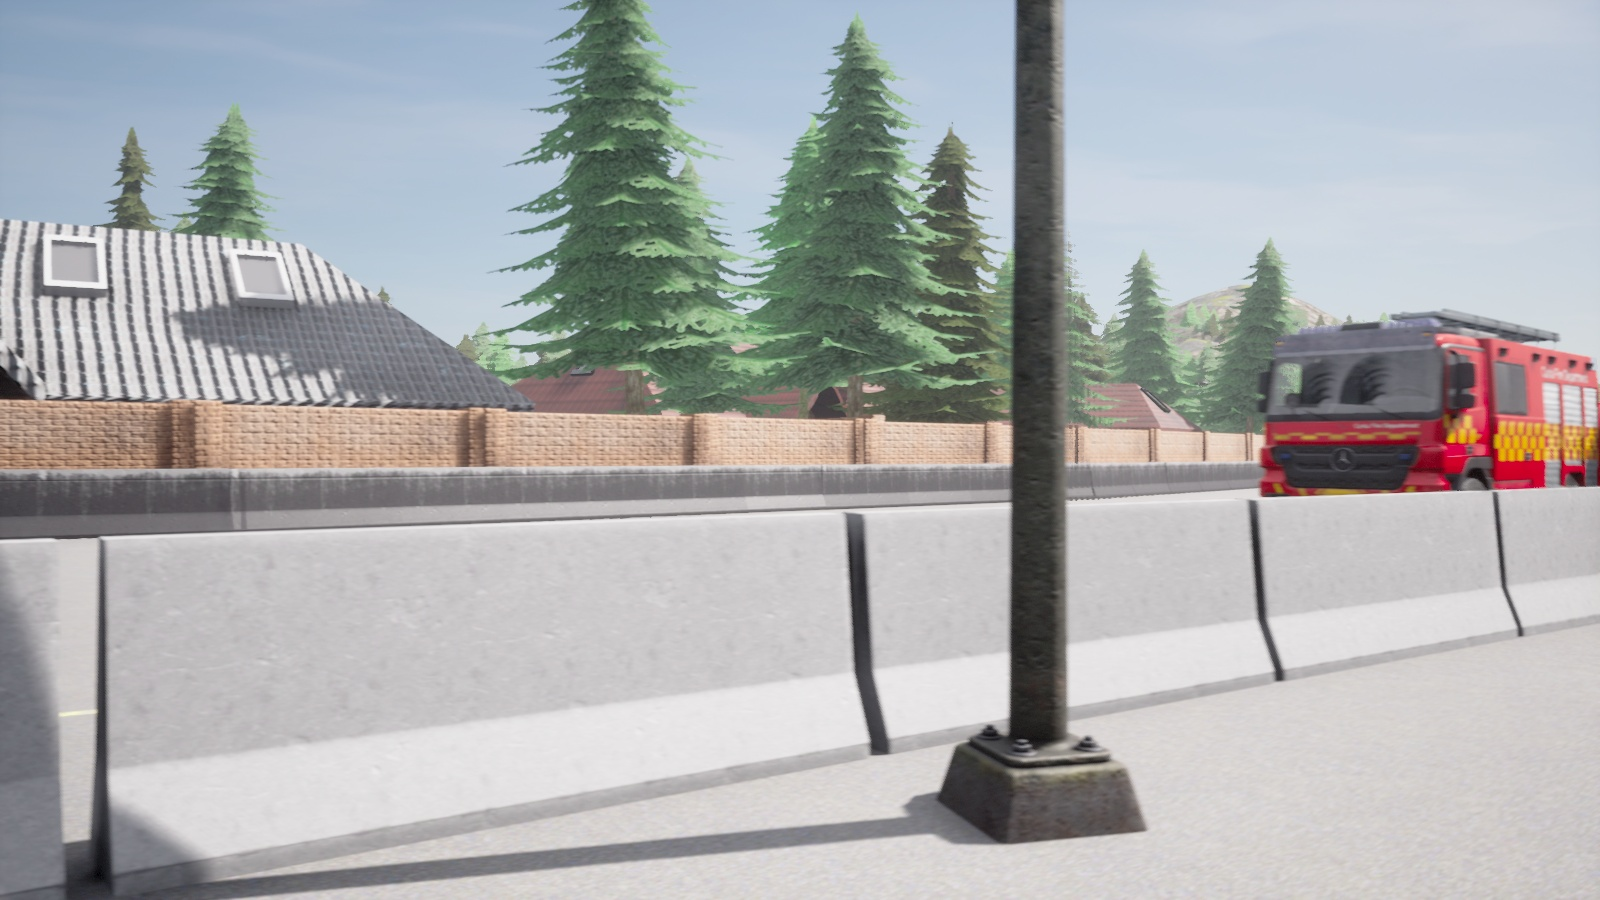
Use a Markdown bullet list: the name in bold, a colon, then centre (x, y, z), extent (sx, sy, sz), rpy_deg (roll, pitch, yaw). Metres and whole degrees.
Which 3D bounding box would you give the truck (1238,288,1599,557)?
- **truck**: centre (11.037, -0.388, 21.843), extent (8.468, 3.827, 2.891), rpy_deg (0, 0, -44)
